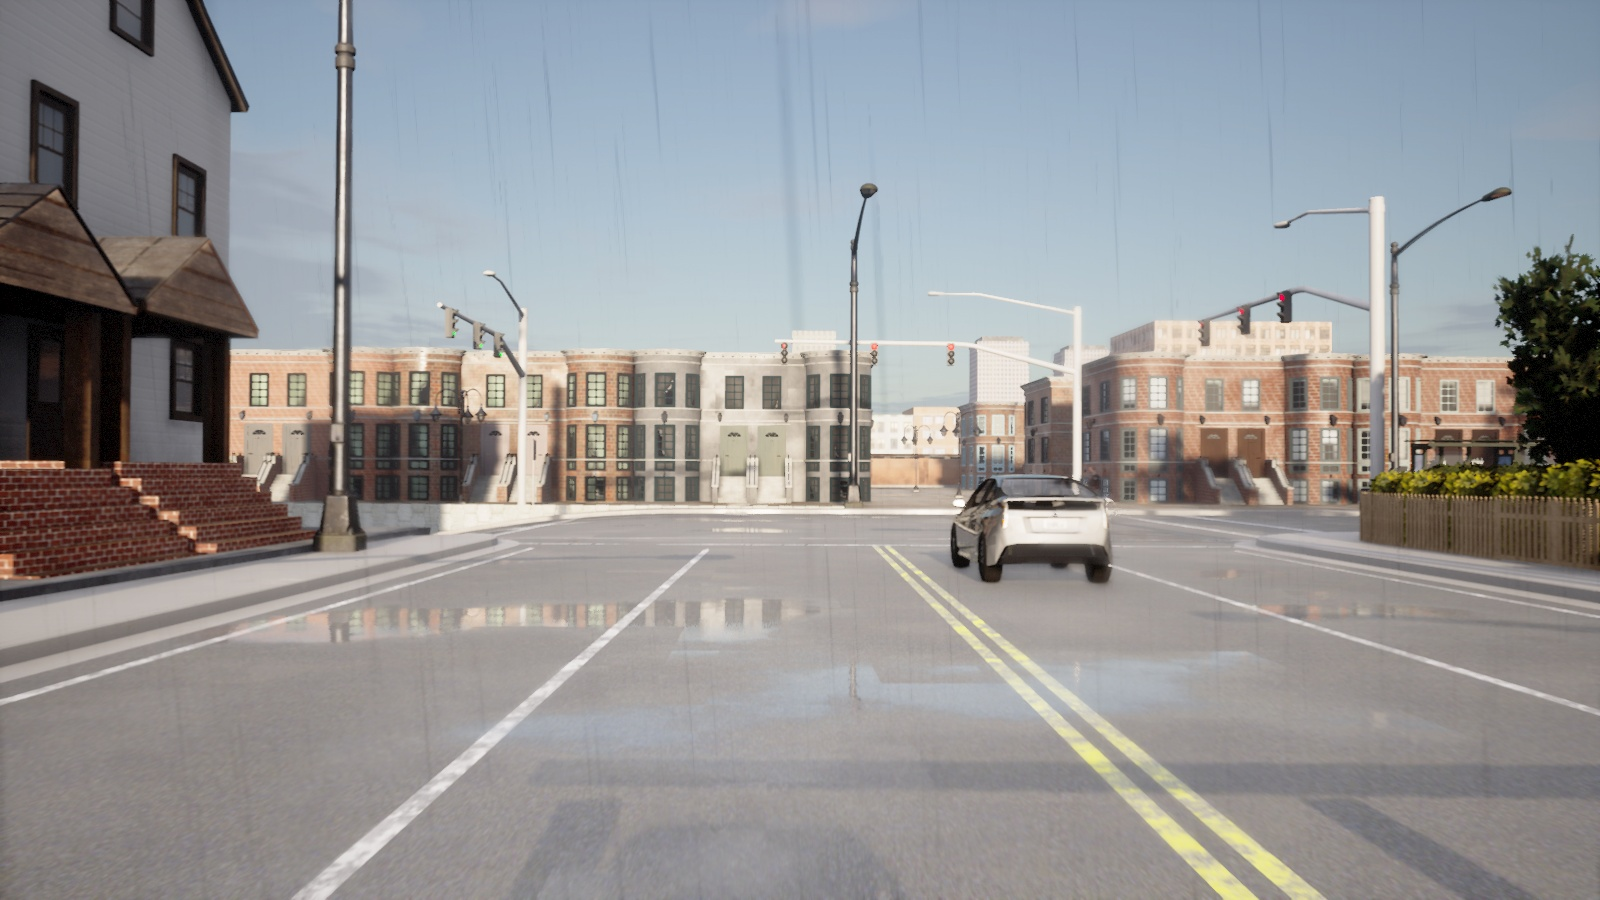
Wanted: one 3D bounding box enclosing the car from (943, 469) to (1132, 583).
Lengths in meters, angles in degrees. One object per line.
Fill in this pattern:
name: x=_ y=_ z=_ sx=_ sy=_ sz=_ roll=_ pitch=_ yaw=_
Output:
car: x=3.453 y=1.064 z=19.180 sx=2.007 sy=1.525 sz=4.514 roll=0 pitch=-1 yaw=0
